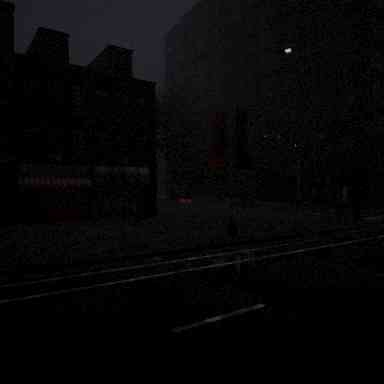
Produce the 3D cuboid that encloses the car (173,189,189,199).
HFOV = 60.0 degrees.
[{"bbox_3d":[-2.198,0.295,53.362,1.812,1.442,4.674,-1,3,-35],"label":"car"}]
